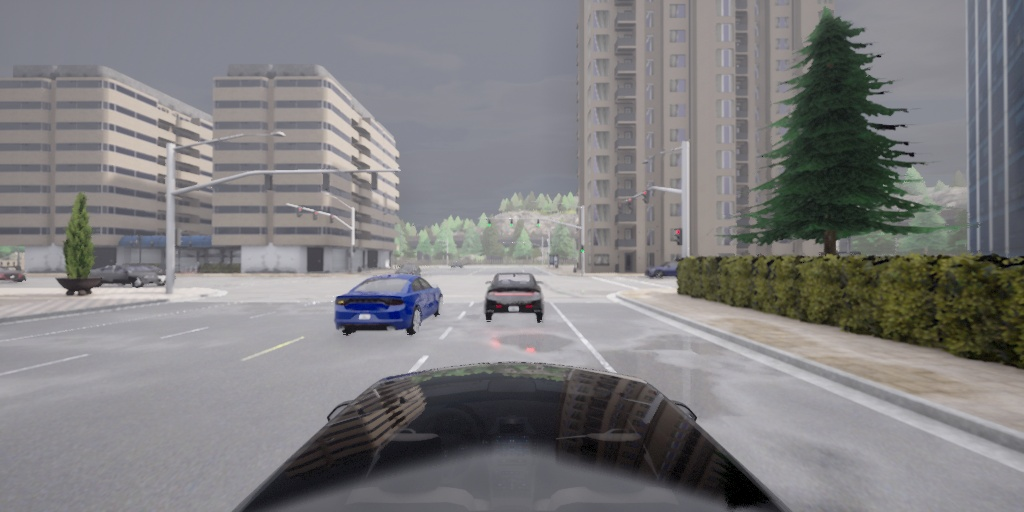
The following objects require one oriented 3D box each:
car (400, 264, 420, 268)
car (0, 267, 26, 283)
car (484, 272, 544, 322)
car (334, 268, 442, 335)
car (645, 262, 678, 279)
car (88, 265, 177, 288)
[{"bbox_3d":[-10.504,1.580,36.505,1.837,1.490,4.892,0,0,0],"label":"car"},{"bbox_3d":[-41.772,1.496,28.577,4.181,1.385,1.994,0,0,1],"label":"car"},{"bbox_3d":[0.076,1.317,12.701,2.128,1.511,4.902,0,0,0],"label":"car"},{"bbox_3d":[-3.428,1.290,10.847,1.882,1.535,5.008,0,0,0],"label":"car"},{"bbox_3d":[15.484,1.331,35.219,4.553,1.767,2.097,0,0,1],"label":"car"},{"bbox_3d":[-26.624,1.399,24.923,4.902,1.511,2.128,0,0,1],"label":"car"}]
